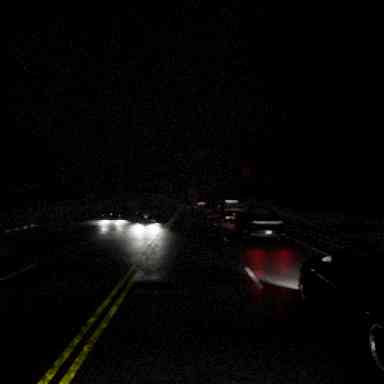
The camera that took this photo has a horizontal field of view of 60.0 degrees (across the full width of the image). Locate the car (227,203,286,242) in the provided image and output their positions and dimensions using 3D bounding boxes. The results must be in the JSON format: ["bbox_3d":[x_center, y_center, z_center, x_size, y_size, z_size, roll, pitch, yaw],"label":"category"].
[{"bbox_3d":[3.237,1.511,16.531,2.128,1.511,4.902,0,0,0],"label":"car"}]

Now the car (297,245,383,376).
[{"bbox_3d":[3.247,1.568,5.487,1.994,1.385,4.181,0,0,0],"label":"car"}]

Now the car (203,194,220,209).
[{"bbox_3d":[3.229,1.384,49.551,2.150,2.045,5.566,0,0,0],"label":"car"}]

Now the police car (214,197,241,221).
[{"bbox_3d":[3.238,1.476,27.612,1.930,1.638,5.238,0,0,0],"label":"police car"}]

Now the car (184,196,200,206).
[{"bbox_3d":[-0.025,1.747,58.469,1.812,1.442,4.674,0,0,0],"label":"car"}]

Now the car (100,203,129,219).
[{"bbox_3d":[-6.609,1.620,29.166,1.994,1.385,4.181,0,0,0],"label":"car"}]

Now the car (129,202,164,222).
[{"bbox_3d":[-3.360,1.539,26.759,2.128,1.511,4.902,0,0,0],"label":"car"}]

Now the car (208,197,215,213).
[{"bbox_3d":[3.233,1.602,38.510,1.837,1.490,4.892,0,0,0],"label":"car"}]

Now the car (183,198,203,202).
[{"bbox_3d":[0.374,1.543,75.713,5.357,1.411,2.033,1,2,45],"label":"car"}]
